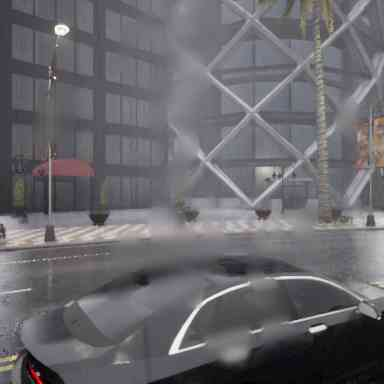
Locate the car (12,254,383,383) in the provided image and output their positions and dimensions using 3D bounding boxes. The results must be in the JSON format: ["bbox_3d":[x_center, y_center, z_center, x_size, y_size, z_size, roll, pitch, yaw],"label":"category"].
[{"bbox_3d":[0.697,1.506,3.859,4.892,1.490,1.837,0,0,-31],"label":"car"}]
